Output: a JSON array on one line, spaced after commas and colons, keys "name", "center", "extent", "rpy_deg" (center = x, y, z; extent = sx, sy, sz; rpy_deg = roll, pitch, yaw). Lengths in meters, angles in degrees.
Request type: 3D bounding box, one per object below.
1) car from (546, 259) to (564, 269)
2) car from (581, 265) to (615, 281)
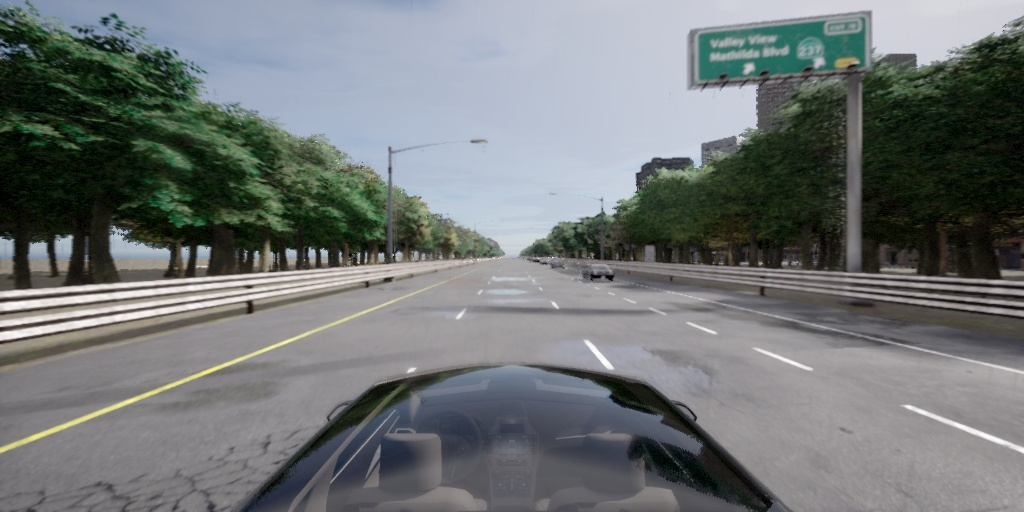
[{"name": "car", "center": [7.035, 1.269, 56.699], "extent": [2.128, 1.511, 4.902], "rpy_deg": [0, 0, 0]}, {"name": "car", "center": [7.019, 1.362, 29.792], "extent": [1.895, 1.301, 4.718], "rpy_deg": [0, 0, 0]}]
